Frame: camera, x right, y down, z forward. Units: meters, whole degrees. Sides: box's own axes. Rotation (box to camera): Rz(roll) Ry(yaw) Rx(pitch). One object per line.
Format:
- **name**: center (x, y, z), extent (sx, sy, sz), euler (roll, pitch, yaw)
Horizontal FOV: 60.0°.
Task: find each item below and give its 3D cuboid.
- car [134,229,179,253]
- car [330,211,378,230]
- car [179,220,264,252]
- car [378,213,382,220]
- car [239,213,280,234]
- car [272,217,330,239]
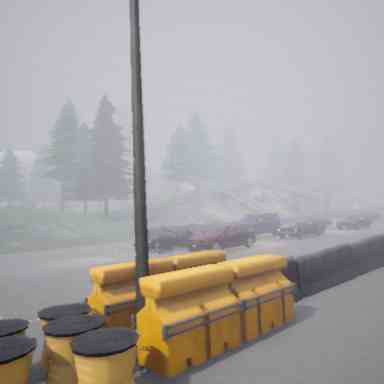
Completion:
- **car**: center (-1.438, 3.103, 21.745), extent (4.718, 1.301, 1.895), euler (1, -5, -43)
- **car**: center (16.487, 2.978, 33.666), extent (5.357, 1.411, 2.033), euler (0, -5, -43)
- **car**: center (1.880, 2.730, 20.085), extent (5.008, 1.535, 1.882), euler (1, -5, -43)
- **car**: center (24.244, 3.320, 45.519), extent (4.718, 1.301, 1.895), euler (0, -4, -43)
- **car**: center (5.457, 2.835, 28.222), extent (5.566, 2.045, 2.150), euler (1, -5, -43)
- **car**: center (8.719, 2.960, 26.451), extent (4.718, 1.301, 1.895), euler (1, -5, -43)
